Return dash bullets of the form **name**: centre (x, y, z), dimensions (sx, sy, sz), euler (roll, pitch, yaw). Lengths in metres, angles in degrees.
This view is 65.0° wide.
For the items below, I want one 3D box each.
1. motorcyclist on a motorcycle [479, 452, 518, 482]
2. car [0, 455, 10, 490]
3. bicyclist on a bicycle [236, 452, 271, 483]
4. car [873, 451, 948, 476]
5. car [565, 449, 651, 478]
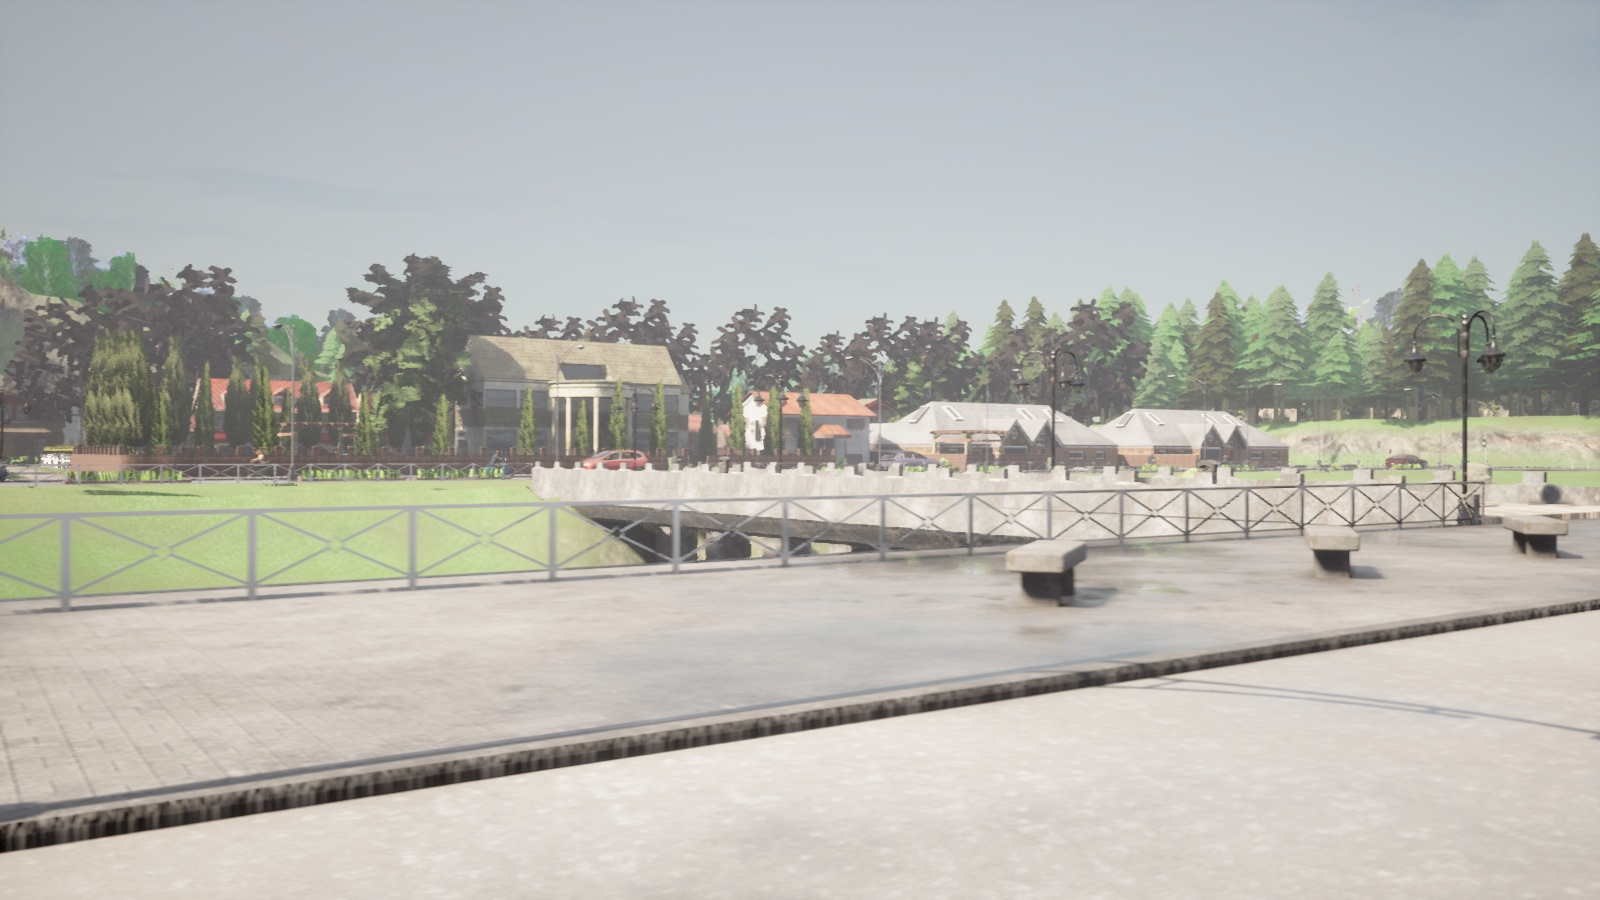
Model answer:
- **motorcyclist on a motorcycle**: centre (-16.337, 0.900, 68.054), dimensions (1.817, 1.590, 0.866), euler (0, 0, -35)
- **car**: centre (-36.282, 0.968, 54.177), dimensions (3.633, 1.501, 1.845), euler (0, 0, -35)
- **bicyclist on a bicycle**: centre (-28.151, 0.899, 64.714), dimensions (1.509, 1.612, 0.866), euler (0, 0, -35)
- **car**: centre (7.458, 0.866, 84.609), dimensions (4.856, 1.649, 2.033), euler (0, 0, -35)
- **car**: centre (-11.624, 0.800, 76.207), dimensions (4.611, 1.667, 2.242), euler (0, 0, -35)
